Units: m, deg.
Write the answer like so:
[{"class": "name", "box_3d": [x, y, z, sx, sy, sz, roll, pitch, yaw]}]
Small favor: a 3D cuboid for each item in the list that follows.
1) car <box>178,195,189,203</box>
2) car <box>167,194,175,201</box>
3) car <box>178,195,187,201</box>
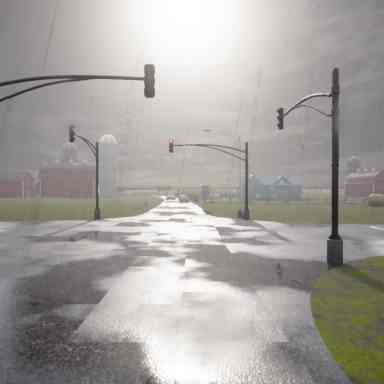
[{"class": "car", "box_3d": [-1.690, 1.624, 69.889, 1.895, 1.301, 4.718, 0, 0, -3]}, {"class": "car", "box_3d": [-4.676, 1.182, 73.890, 1.812, 1.442, 4.674, 0, 0, -3]}, {"class": "car", "box_3d": [-2.297, 1.463, 79.874, 1.837, 1.490, 4.892, 0, 0, -4]}]
